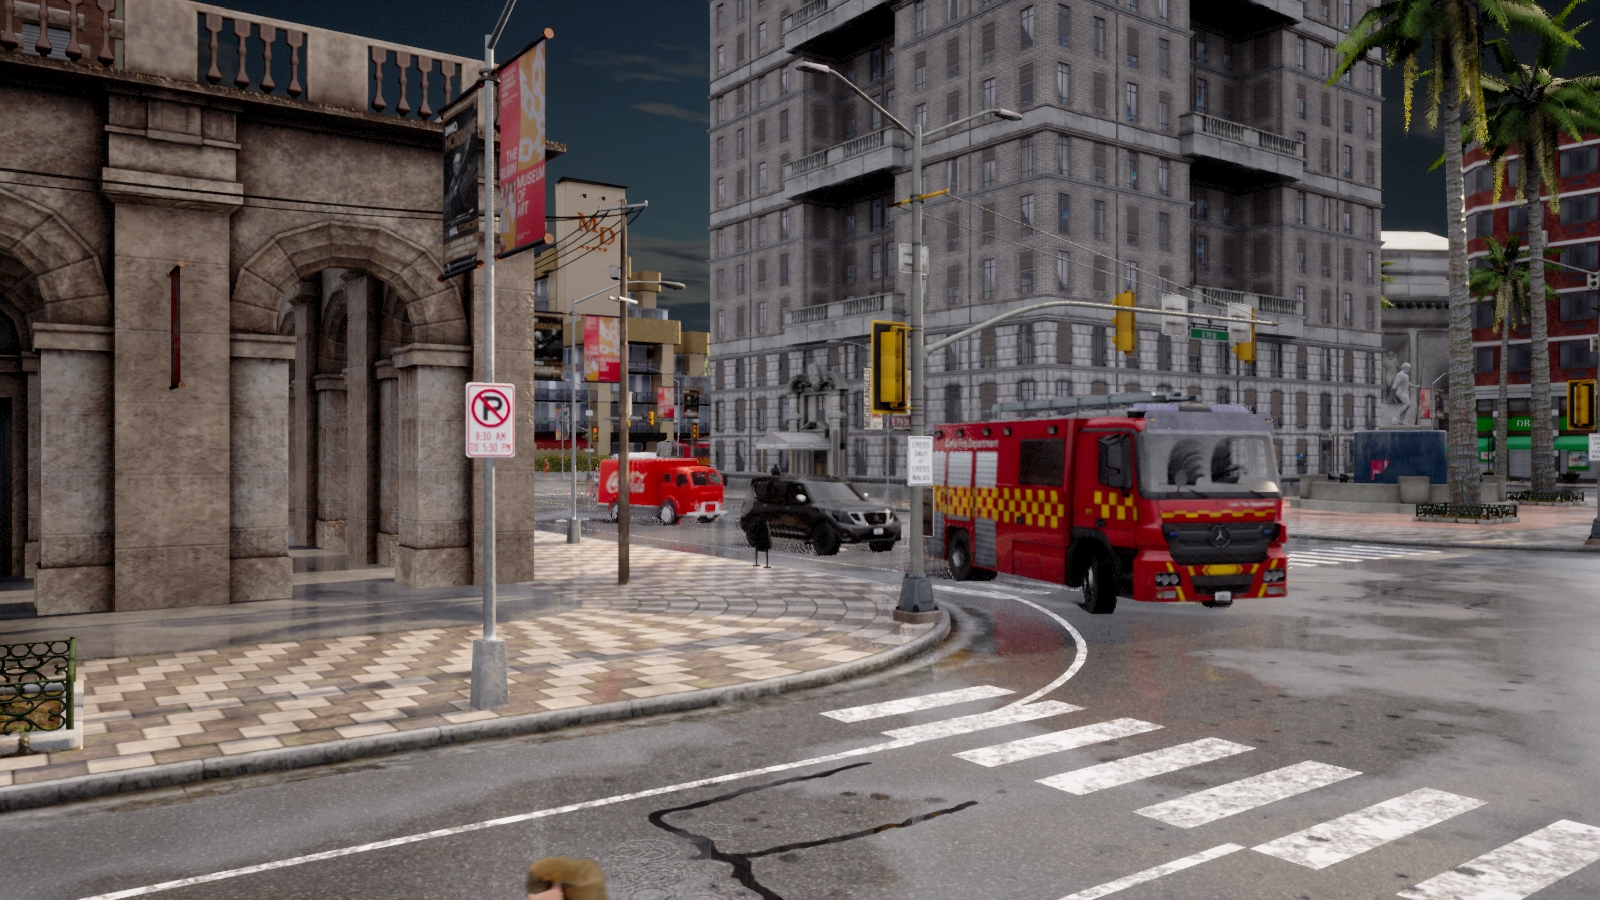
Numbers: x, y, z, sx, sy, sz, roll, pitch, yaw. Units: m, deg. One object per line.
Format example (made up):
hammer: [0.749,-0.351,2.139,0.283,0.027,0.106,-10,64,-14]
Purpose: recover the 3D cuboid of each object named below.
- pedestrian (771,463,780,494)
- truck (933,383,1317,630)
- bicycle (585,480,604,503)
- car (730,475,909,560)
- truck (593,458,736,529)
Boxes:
pedestrian: [-1.433,1.682,67.699,0.375,1.860,0.375,0,0,-34]
truck: [5.719,0.884,22.195,2.891,3.827,8.468,0,0,-18]
bicycle: [-11.030,2.196,61.250,0.373,1.196,1.643,0,0,-35]
car: [0.415,1.773,31.975,2.150,2.045,5.566,0,0,-35]
truck: [-5.177,1.560,43.343,5.204,2.467,2.627,0,0,43]
